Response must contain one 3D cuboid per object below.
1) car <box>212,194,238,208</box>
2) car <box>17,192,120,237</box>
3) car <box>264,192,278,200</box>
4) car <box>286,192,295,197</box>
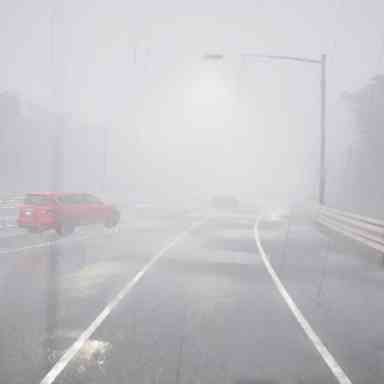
[{"bbox_3d":[3.977,0.959,39.086,1.882,1.535,5.008,1,1,24],"label":"car"},{"bbox_3d":[-6.025,0.993,16.995,2.150,2.045,5.566,1,1,24],"label":"car"},{"bbox_3d":[15.190,0.684,63.802,1.812,1.442,4.674,0,1,24],"label":"car"},{"bbox_3d":[26.021,0.574,87.500,1.895,1.301,4.718,0,0,25],"label":"car"}]
